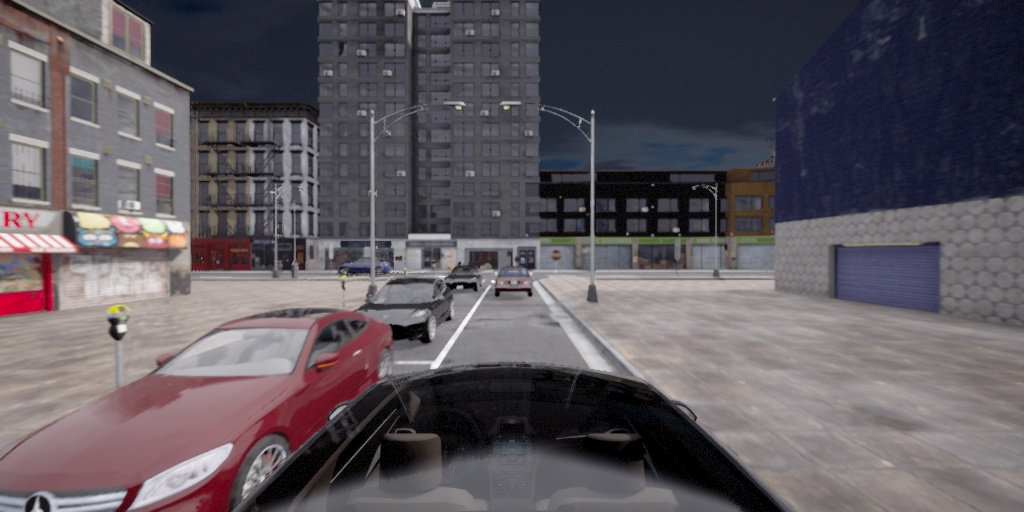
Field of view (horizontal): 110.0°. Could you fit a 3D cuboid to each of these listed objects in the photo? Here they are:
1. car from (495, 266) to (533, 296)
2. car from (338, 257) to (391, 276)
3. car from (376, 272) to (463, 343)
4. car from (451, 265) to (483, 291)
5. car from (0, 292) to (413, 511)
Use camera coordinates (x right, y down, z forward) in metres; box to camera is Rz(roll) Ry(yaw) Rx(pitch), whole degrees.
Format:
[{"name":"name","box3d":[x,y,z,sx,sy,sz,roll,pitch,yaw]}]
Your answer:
[{"name":"car","box3d":[0.084,1.191,18.265,2.033,1.411,5.357,0,0,0]},{"name":"car","box3d":[-13.965,0.921,33.916,4.553,1.767,2.097,0,1,1]},{"name":"car","box3d":[-2.639,1.266,9.518,1.948,1.339,4.313,0,0,0]},{"name":"car","box3d":[-2.641,1.196,20.422,1.948,1.339,4.313,0,0,0]},{"name":"car","box3d":[-2.639,1.317,4.066,1.802,1.307,4.207,0,0,0]}]
